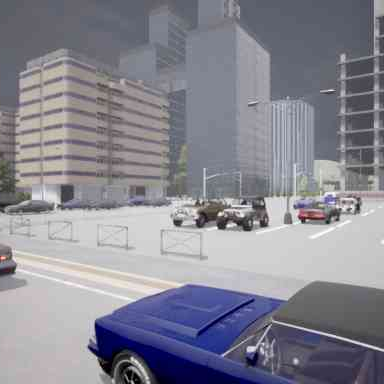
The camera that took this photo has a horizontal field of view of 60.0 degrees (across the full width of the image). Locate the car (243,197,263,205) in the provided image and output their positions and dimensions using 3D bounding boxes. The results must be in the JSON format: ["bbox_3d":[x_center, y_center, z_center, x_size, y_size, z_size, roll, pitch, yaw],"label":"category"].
[{"bbox_3d":[11.381,1.601,61.926,1.895,1.301,4.718,0,0,35],"label":"car"}]

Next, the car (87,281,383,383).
[{"bbox_3d":[1.154,1.601,3.167,4.718,1.301,1.895,0,0,35],"label":"car"}]

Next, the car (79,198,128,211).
[{"bbox_3d":[-10.954,1.547,41.538,2.033,1.411,5.357,0,0,34],"label":"car"}]

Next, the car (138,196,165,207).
[{"bbox_3d":[-5.162,1.547,50.154,2.033,1.411,5.357,0,0,34],"label":"car"}]

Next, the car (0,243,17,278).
[{"bbox_3d":[-6.692,1.547,8.682,5.357,1.411,2.033,0,0,35],"label":"car"}]

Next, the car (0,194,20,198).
[{"bbox_3d":[-20.232,1.222,34.003,2.150,2.045,5.566,0,0,34],"label":"car"}]

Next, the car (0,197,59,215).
[{"bbox_3d":[-16.284,1.526,33.566,1.812,1.442,4.674,0,0,34],"label":"car"}]

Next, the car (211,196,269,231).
[{"bbox_3d":[3.042,1.156,19.256,1.905,1.878,3.866,0,0,34],"label":"car"}]

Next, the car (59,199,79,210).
[{"bbox_3d":[-14.522,1.547,42.513,2.033,1.411,5.357,0,0,34],"label":"car"}]

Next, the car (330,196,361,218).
[{"bbox_3d":[15.066,1.395,32.211,1.970,1.475,3.806,0,0,34],"label":"car"}]

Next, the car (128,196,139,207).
[{"bbox_3d":[-8.846,1.352,50.909,2.097,1.767,4.553,0,0,35],"label":"car"}]

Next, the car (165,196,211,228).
[{"bbox_3d":[0.675,1.153,20.922,1.932,1.855,4.605,0,0,34],"label":"car"}]
